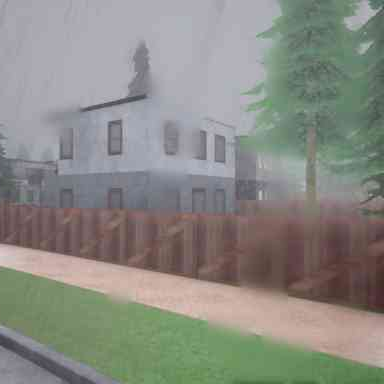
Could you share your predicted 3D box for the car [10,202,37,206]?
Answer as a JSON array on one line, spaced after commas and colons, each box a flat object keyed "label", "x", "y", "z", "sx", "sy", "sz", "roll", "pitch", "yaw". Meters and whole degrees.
[{"label": "car", "x": -15.331, "y": 1.582, "z": 29.327, "sx": 1.895, "sy": 1.301, "sz": 4.718, "roll": 0, "pitch": 0, "yaw": 28}]
